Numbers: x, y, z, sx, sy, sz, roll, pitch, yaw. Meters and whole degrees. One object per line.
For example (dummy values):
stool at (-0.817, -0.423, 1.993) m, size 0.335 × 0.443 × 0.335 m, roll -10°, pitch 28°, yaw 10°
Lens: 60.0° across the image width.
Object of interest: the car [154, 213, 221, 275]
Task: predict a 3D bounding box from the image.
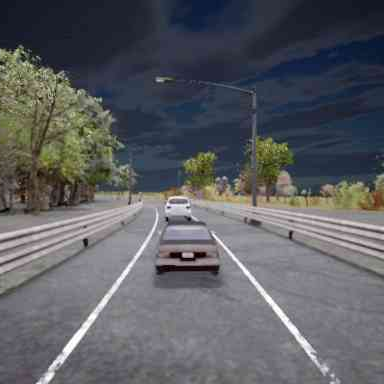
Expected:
car at (-0.175, 1.639, 10.799) m, size 2.033 × 1.411 × 5.357 m, roll 0°, pitch 0°, yaw -2°

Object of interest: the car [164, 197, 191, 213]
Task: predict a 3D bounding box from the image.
car at (-1.316, 1.461, 29.860) m, size 2.150 × 2.045 × 5.566 m, roll 0°, pitch -1°, yaw -5°
